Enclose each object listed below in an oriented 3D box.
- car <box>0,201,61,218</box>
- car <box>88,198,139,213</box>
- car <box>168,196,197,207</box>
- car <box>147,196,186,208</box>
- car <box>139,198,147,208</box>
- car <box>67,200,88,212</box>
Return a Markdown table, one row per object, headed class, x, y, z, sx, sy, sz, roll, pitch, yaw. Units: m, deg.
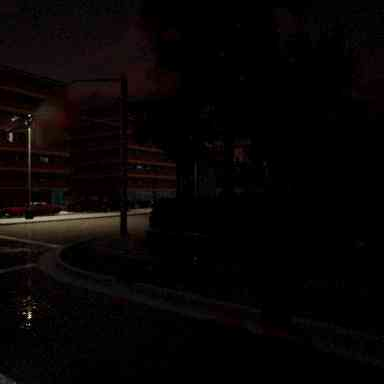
| class | x | y | z | sx | sy | sz | roll | pitch | yaw |
| --- | --- | --- | --- | --- | --- | --- | --- | --- | --- |
| car | -14.274 | 1.601 | 29.772 | 1.895 | 1.301 | 4.718 | 0 | 0 | 33 |
| car | -8.741 | 1.476 | 37.373 | 1.882 | 1.535 | 5.008 | 0 | 0 | 36 |
| car | -1.408 | 1.492 | 53.402 | 2.128 | 1.511 | 4.902 | 0 | 0 | 36 |
| car | -3.418 | 1.352 | 44.701 | 2.097 | 1.767 | 4.553 | 0 | 0 | 36 |
| car | -7.306 | 1.564 | 45.296 | 1.994 | 1.385 | 4.181 | 0 | 0 | 36 |
| car | -12.209 | 1.562 | 38.525 | 1.994 | 1.385 | 4.181 | 0 | 0 | 37 |
